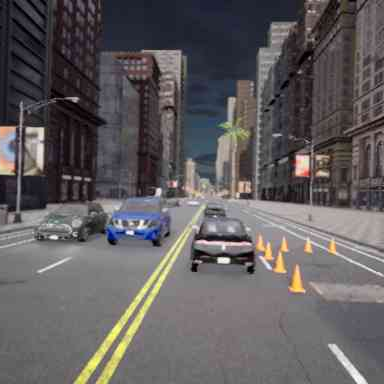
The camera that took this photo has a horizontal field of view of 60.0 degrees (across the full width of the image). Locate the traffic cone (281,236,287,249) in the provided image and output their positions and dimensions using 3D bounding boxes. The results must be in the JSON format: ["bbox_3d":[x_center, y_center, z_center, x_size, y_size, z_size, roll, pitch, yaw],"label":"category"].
[{"bbox_3d":[3.889,2.158,14.040,0.340,0.580,0.340,2,0,3],"label":"traffic cone"}]

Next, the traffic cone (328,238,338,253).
[{"bbox_3d":[5.885,2.219,13.929,0.340,0.580,0.340,2,0,3],"label":"traffic cone"}]

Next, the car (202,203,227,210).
[{"bbox_3d":[1.975,1.739,29.238,1.837,1.490,4.892,2,0,3],"label":"car"}]

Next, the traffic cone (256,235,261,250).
[{"bbox_3d":[2.891,2.127,14.096,0.340,0.580,0.340,2,0,3],"label":"traffic cone"}]

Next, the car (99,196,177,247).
[{"bbox_3d":[-2.232,1.243,15.536,2.150,2.045,5.566,2,-1,3],"label":"car"}]

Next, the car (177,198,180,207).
[{"bbox_3d":[-3.165,1.725,56.577,1.882,1.535,5.008,2,0,4],"label":"car"}]

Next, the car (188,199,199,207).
[{"bbox_3d":[0.330,1.984,60.623,1.895,1.301,4.718,2,0,4],"label":"car"}]

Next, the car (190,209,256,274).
[{"bbox_3d":[0.967,1.585,11.070,2.128,1.511,4.902,2,0,3],"label":"car"}]

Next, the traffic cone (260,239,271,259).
[{"bbox_3d":[2.780,2.112,12.099,0.340,0.580,0.340,2,0,3],"label":"traffic cone"}]

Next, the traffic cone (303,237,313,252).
[{"bbox_3d":[4.887,2.189,13.984,0.340,0.580,0.340,2,0,3],"label":"traffic cone"}]

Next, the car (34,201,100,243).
[{"bbox_3d":[-5.477,1.271,15.761,2.097,1.767,4.553,2,0,3],"label":"car"}]

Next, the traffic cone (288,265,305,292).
[{"bbox_3d":[2.558,2.082,8.105,0.340,0.580,0.340,2,0,3],"label":"traffic cone"}]

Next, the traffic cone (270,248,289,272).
[{"bbox_3d":[2.669,2.097,10.102,0.340,0.580,0.340,2,0,3],"label":"traffic cone"}]
